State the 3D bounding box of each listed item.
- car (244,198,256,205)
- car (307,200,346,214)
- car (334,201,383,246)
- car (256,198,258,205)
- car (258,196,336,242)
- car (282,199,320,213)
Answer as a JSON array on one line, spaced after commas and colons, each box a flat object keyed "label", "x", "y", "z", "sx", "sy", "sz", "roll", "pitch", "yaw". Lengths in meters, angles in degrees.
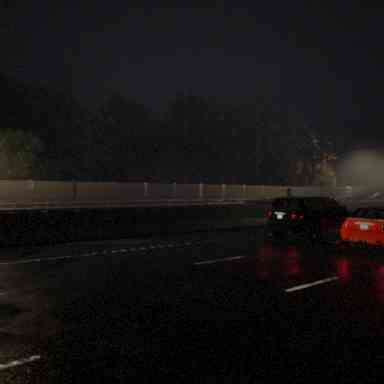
[{"label": "car", "x": 9.173, "y": 1.528, "z": 44.910, "sx": 4.902, "sy": 1.511, "sz": 2.128, "roll": 0, "pitch": 0, "yaw": -35}, {"label": "car", "x": 14.510, "y": 1.597, "z": 35.826, "sx": 4.181, "sy": 1.385, "sz": 1.994, "roll": 0, "pitch": 0, "yaw": -35}, {"label": "car", "x": 8.337, "y": 1.359, "z": 13.998, "sx": 4.553, "sy": 1.767, "sz": 2.097, "roll": 0, "pitch": 0, "yaw": -36}, {"label": "car", "x": 10.475, "y": 1.597, "z": 41.543, "sx": 4.181, "sy": 1.385, "sz": 1.994, "roll": 0, "pitch": 0, "yaw": -35}, {"label": "car", "x": 6.207, "y": 1.228, "z": 16.779, "sx": 5.566, "sy": 2.045, "sz": 2.150, "roll": 0, "pitch": 0, "yaw": -36}, {"label": "car", "x": 12.760, "y": 1.560, "z": 38.876, "sx": 4.674, "sy": 1.442, "sz": 1.812, "roll": 0, "pitch": 0, "yaw": -36}]
